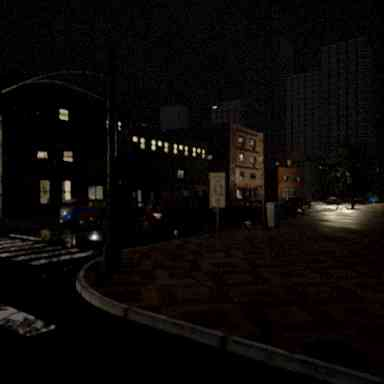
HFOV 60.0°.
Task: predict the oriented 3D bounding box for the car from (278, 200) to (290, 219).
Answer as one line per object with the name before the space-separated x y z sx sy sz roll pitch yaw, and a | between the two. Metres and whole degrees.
car | 6.112 1.585 27.087 1.887 1.381 4.507 0 0 35

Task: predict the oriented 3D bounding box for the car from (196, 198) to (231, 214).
car | 2.457 1.513 36.434 1.967 1.590 4.097 0 0 35

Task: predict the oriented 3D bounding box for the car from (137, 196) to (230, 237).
car | -0.266 1.318 18.067 2.192 1.841 5.009 0 0 35

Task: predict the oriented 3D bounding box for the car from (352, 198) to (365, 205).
car | 31.623 1.771 63.173 2.008 1.369 4.403 0 -1 35

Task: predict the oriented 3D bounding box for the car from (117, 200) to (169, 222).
car | -3.922 1.475 27.412 1.967 1.590 4.097 0 0 35

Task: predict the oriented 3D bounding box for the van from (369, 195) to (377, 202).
van | 44.377 1.664 81.218 1.690 1.788 3.998 0 -1 35

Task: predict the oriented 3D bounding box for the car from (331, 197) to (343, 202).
car | 37.534 1.881 86.051 1.887 1.381 4.507 0 -1 35

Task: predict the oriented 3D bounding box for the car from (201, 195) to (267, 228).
car | 2.922 1.336 22.578 2.192 1.841 5.009 0 0 35

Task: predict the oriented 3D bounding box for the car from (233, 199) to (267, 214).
car | 6.737 1.561 37.977 1.882 1.535 5.008 0 0 36

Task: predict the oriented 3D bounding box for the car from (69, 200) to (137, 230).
car | -4.992 1.490 21.409 1.882 1.535 5.008 0 0 35

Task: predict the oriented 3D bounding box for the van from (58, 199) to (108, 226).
van | -7.110 1.357 22.902 1.690 1.788 3.998 0 0 35

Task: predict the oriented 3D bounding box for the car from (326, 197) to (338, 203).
car | 34.345 1.860 81.540 2.008 1.369 4.403 0 -1 35

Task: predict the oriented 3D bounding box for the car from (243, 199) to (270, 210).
car | 8.834 1.667 45.454 2.008 1.369 4.403 0 0 35

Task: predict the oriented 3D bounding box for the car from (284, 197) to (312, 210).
car | 13.443 1.459 41.939 2.097 1.767 4.553 0 0 35

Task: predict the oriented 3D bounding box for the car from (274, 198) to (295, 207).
car | 15.113 1.686 54.337 1.752 1.417 4.829 0 0 35

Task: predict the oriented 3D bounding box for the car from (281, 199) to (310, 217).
car | 9.301 1.626 31.598 1.947 1.339 4.313 0 0 35

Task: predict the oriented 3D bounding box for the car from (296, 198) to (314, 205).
car | 21.590 1.760 63.498 2.008 1.369 4.403 0 0 35

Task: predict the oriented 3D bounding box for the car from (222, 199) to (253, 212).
car | 5.645 1.645 40.943 2.008 1.369 4.403 0 0 35

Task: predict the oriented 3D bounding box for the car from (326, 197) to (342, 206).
car | 24.916 1.791 58.166 1.895 1.301 4.718 0 0 36
